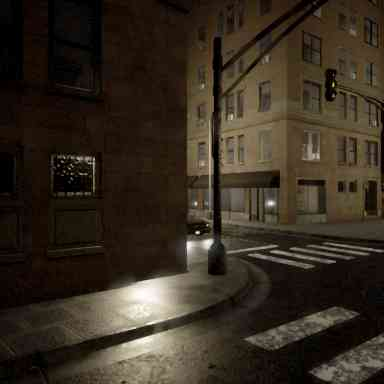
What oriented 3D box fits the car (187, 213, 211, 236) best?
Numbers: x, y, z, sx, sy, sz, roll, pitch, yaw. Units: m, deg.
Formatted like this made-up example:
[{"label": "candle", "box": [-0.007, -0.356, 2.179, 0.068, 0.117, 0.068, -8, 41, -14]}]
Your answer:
[{"label": "car", "box": [-1.278, 1.515, 17.773, 2.033, 1.411, 5.357, 0, 0, -36]}]
